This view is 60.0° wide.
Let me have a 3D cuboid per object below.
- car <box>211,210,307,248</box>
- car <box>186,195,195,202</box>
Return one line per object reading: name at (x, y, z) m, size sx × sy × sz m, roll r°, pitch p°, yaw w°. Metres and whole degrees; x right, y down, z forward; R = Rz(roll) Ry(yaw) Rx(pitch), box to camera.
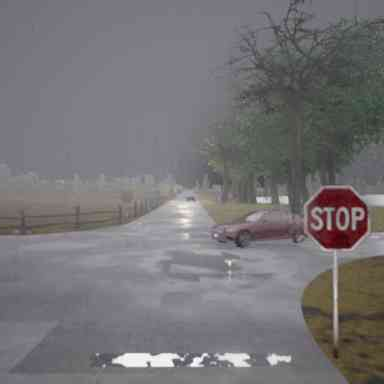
car at (3.071, 1.502, 14.384) m, size 4.674 × 1.442 × 1.812 m, roll 0°, pitch -2°, yaw -24°
car at (-0.267, 1.380, 71.091) m, size 1.837 × 1.490 × 4.892 m, roll 0°, pitch 1°, yaw 0°
